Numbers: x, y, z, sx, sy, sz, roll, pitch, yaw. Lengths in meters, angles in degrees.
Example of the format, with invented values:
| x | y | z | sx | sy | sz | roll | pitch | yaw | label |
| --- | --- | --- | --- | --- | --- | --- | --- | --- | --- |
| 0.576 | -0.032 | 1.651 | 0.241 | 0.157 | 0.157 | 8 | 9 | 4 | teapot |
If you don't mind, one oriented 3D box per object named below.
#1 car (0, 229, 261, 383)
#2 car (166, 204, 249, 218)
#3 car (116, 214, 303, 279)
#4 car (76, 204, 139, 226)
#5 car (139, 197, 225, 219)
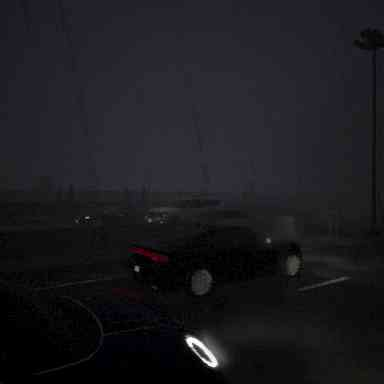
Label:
| x | y | z | sx | sy | sz | roll | pitch | yaw | label |
| --- | --- | --- | --- | --- | --- | --- | --- | --- | --- |
| -1.891 | 1.350 | 2.399 | 4.553 | 1.767 | 2.097 | 1 | 0 | -35 | car |
| 1.315 | 1.604 | 17.827 | 4.892 | 1.490 | 1.837 | 1 | 0 | -36 | car |
| 0.831 | 1.528 | 8.639 | 5.008 | 1.535 | 1.882 | 1 | 0 | -35 | car |
| -5.057 | 1.568 | 21.881 | 4.902 | 1.511 | 2.128 | 1 | 0 | -35 | car |
| -0.206 | 1.328 | 21.042 | 5.566 | 2.045 | 2.150 | 1 | 0 | -36 | car |
